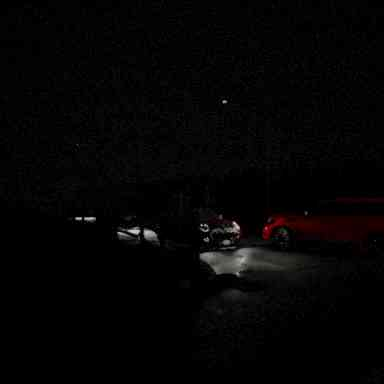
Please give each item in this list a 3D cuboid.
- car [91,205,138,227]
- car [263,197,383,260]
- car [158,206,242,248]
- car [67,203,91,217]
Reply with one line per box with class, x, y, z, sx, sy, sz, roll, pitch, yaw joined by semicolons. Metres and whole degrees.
car;-5.612;1.706;24.860;2.128;1.511;4.902;0;-1;-31
car;5.547;1.230;12.602;5.566;2.045;2.150;-1;0;37
car;0.207;1.420;15.002;2.097;1.767;4.553;0;-1;-31
car;-12.120;1.907;35.732;2.033;1.411;5.357;0;-1;-30
